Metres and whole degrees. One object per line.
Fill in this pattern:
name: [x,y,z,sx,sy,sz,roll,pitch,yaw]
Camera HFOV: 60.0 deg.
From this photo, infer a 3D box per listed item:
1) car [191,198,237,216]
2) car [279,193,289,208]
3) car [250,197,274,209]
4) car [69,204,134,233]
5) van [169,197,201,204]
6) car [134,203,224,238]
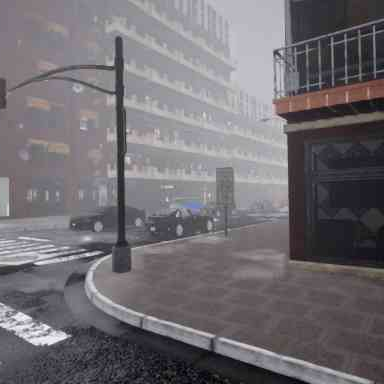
car: [2.317,1.474,30.055,1.837,1.490,4.892,-1,-1,35]
car: [14.059,1.153,46.353,2.150,2.045,5.566,-1,-1,36]
car: [9.287,1.431,44.040,1.967,1.590,4.097,-1,-1,36]
car: [-4.919,1.476,19.944,1.882,1.535,5.008,-1,-1,36]
van: [-0.438,1.365,30.449,1.690,1.788,3.998,-1,-1,36]
car: [-0.507,1.435,16.803,2.008,1.369,4.403,-1,-1,36]
